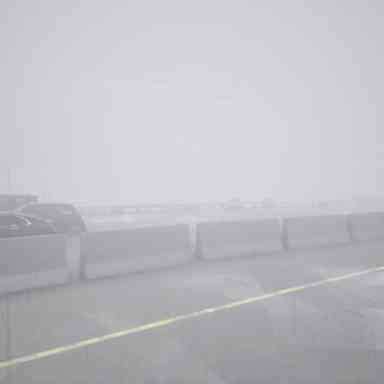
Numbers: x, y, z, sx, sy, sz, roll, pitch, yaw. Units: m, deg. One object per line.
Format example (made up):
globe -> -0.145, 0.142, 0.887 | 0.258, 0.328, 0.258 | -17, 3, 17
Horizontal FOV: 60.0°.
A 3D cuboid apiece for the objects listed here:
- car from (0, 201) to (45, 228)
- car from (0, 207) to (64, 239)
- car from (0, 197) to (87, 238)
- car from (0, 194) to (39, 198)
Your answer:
car -> -12.142, 1.406, 20.966 | 5.008, 1.535, 1.882 | -1, 0, -34
car -> -7.306, 1.469, 11.550 | 4.892, 1.490, 1.837 | -1, 0, -35
car -> -7.461, 1.288, 15.679 | 4.553, 1.767, 2.097 | -1, 1, -33
car -> -10.827, 1.165, 17.655 | 5.566, 2.045, 2.150 | -1, 0, -34
